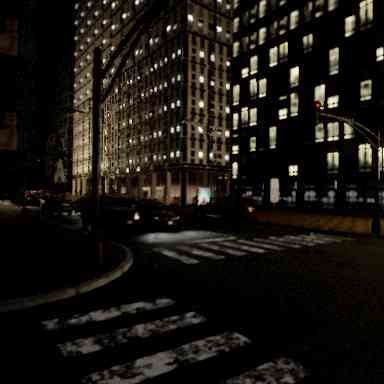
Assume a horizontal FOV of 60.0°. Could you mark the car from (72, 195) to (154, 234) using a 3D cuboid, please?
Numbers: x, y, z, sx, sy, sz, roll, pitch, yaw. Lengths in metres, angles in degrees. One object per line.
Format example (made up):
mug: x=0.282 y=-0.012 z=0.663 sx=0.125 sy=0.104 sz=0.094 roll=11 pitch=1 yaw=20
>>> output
car: x=-4.438 y=1.095 z=17.978 sx=2.192 sy=1.841 sz=5.009 roll=2 pitch=0 yaw=-36

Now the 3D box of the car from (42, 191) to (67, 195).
car: x=-14.170 y=0.931 z=35.736 sx=2.128 sy=1.511 sz=4.902 roll=1 pitch=0 yaw=-36

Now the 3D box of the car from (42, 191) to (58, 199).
car: x=-27.081 y=0.498 z=63.327 sx=1.887 sy=1.381 sz=4.507 roll=2 pitch=0 yaw=-36

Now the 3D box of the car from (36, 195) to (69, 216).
car: x=-10.974 y=1.152 z=26.945 sx=1.802 sy=1.307 sz=4.206 roll=2 pitch=0 yaw=-36

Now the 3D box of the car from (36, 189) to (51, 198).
car: x=-30.340 y=0.287 z=67.812 sx=1.967 sy=1.590 sz=4.097 roll=2 pitch=0 yaw=-36

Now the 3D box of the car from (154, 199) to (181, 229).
car: x=-2.515 y=1.340 z=19.699 sx=1.812 sy=1.442 sz=4.674 roll=1 pitch=0 yaw=-36

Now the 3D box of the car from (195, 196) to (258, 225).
car: x=2.299 y=1.222 z=22.958 sx=2.192 sy=1.841 sz=5.009 roll=2 pitch=0 yaw=-36

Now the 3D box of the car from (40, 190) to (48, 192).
car: x=-21.223 y=0.666 z=50.852 sx=2.128 sy=1.511 sz=4.902 roll=1 pitch=0 yaw=-36

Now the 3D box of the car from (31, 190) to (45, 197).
car: x=-33.608 y=0.284 z=72.298 sx=1.887 sy=1.381 sz=4.507 roll=2 pitch=0 yaw=-36

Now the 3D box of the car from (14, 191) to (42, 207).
car: x=-17.499 y=0.910 z=35.914 sx=2.008 sy=1.369 sz=4.403 roll=2 pitch=0 yaw=-36

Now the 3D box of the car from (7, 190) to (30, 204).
car: x=-20.762 y=0.835 z=40.398 sx=1.802 sy=1.307 sz=4.206 roll=2 pitch=0 yaw=-36

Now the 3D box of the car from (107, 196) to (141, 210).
car: x=-7.501 y=1.159 z=36.413 sx=1.947 sy=1.339 sz=4.313 roll=2 pitch=0 yaw=-36

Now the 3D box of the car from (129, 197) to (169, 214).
car: x=-4.237 y=1.264 z=31.928 sx=1.947 sy=1.339 sz=4.313 roll=2 pitch=0 yaw=-36

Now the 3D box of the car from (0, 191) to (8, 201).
car: x=-27.287 y=0.585 z=49.368 sx=1.887 sy=1.381 sz=4.507 roll=2 pitch=0 yaw=-36

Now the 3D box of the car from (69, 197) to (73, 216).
car: x=-8.286 y=1.107 z=27.632 sx=1.882 sy=1.535 sz=5.008 roll=1 pitch=0 yaw=-36
